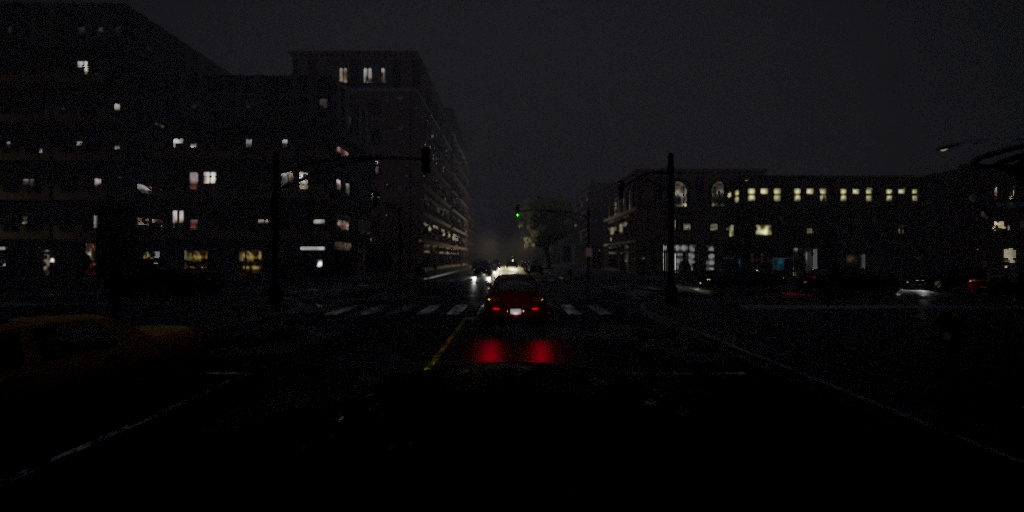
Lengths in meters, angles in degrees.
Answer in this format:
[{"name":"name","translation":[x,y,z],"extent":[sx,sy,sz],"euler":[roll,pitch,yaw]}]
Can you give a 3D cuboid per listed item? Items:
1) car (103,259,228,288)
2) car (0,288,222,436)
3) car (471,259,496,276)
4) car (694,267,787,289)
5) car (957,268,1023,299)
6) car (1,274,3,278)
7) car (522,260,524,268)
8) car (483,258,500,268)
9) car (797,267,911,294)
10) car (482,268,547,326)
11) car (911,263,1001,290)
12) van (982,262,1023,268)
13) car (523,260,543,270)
[{"name":"car","translation":[-17.275,1.054,17.965],"extent":[5.009,1.841,2.192],"euler":[0,0,0]},{"name":"car","translation":[-5.691,1.281,3.564],"extent":[1.751,1.417,4.829],"euler":[0,0,0]},{"name":"car","translation":[-3.086,1.372,39.015],"extent":[1.837,1.490,4.892],"euler":[0,0,0]},{"name":"car","translation":[15.234,1.428,23.986],"extent":[5.357,1.411,2.033],"euler":[0,0,-1]},{"name":"car","translation":[26.149,1.461,18.216],"extent":[4.507,1.381,1.888],"euler":[0,0,0]},{"name":"car","translation":[-39.992,1.276,26.187],"extent":[4.207,1.307,1.802],"euler":[0,0,0]},{"name":"car","translation":[2.695,1.342,47.379],"extent":[1.967,1.591,4.097],"euler":[0,0,0]},{"name":"car","translation":[-3.071,1.442,50.848],"extent":[1.812,1.442,4.674],"euler":[0,0,0]},{"name":"car","translation":[19.503,1.370,20.843],"extent":[5.008,1.535,1.882],"euler":[0,0,0]},{"name":"car","translation":[0.099,1.301,11.733],"extent":[1.812,1.442,4.674],"euler":[0,0,0]},{"name":"car","translation":[28.943,1.442,24.077],"extent":[4.892,1.490,1.837],"euler":[-1,0,0]},{"name":"van","translation":[37.139,1.330,26.726],"extent":[3.998,1.789,1.690],"euler":[0,0,0]},{"name":"car","translation":[2.694,1.429,41.682],"extent":[2.007,1.370,4.403],"euler":[0,0,0]}]
